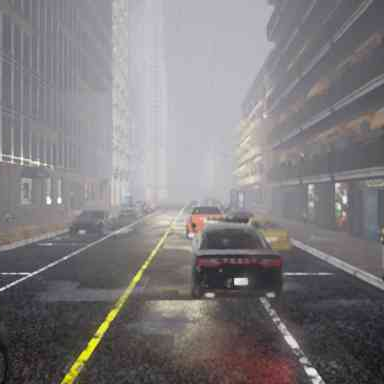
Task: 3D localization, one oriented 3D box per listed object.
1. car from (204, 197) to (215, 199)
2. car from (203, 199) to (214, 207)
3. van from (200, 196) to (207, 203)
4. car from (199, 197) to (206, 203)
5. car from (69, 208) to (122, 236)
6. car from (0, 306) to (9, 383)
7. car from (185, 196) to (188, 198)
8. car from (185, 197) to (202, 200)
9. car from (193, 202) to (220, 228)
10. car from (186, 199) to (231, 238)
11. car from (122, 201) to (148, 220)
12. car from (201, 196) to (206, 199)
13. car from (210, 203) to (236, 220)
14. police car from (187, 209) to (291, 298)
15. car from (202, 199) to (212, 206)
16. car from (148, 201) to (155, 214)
[{"bbox_3d":[2.819,1.720,41.857,1.967,1.590,4.097,0,0,0],"label":"car"},{"bbox_3d":[2.871,1.981,58.802,1.802,1.307,4.206,0,0,0],"label":"car"},{"bbox_3d":[2.959,1.949,87.045,1.690,1.788,3.998,0,0,0],"label":"van"},{"bbox_3d":[2.978,2.217,92.693,1.947,1.339,4.313,0,0,0],"label":"car"},{"bbox_3d":[-5.632,1.691,19.289,1.947,1.339,4.313,0,0,0],"label":"car"},{"bbox_3d":[-3.097,1.364,1.800,2.097,1.767,4.553,0,0,0],"label":"car"},{"bbox_3d":[0.198,1.927,64.066,2.128,1.511,4.902,0,0,0],"label":"car"},{"bbox_3d":[0.196,1.851,48.369,1.812,1.442,4.674,0,0,1],"label":"car"},{"bbox_3d":[0.975,1.618,24.874,1.801,1.575,5.366,0,0,0],"label":"car"},{"bbox_3d":[0.746,1.474,18.656,2.097,1.767,4.553,0,0,0],"label":"car"},{"bbox_3d":[-5.597,1.751,30.586,2.008,1.369,4.403,0,0,0],"label":"car"},{"bbox_3d":[2.854,1.674,53.156,2.192,1.841,5.009,0,0,0],"label":"car"},{"bbox_3d":[2.784,1.752,30.561,2.008,1.369,4.403,0,0,0],"label":"car"},{"bbox_3d":[0.925,1.482,8.794,1.930,1.638,5.238,0,0,0],"label":"police car"},{"bbox_3d":[2.889,2.021,64.451,1.802,1.307,4.206,0,0,0],"label":"car"},{"bbox_3d":[-5.580,1.680,36.236,1.967,1.590,4.097,0,0,0],"label":"car"}]
